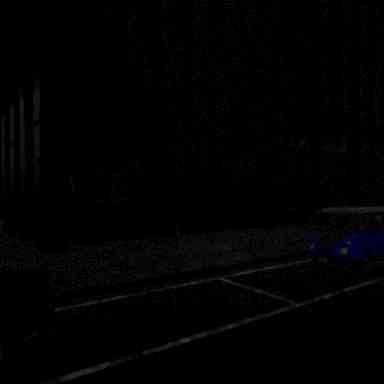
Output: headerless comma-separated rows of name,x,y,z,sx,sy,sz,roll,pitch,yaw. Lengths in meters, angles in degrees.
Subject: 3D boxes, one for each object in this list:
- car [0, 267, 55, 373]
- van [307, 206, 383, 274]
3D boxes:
car,-3.916,1.548,3.744,4.403,1.369,2.008,0,0,-35
van,5.281,1.337,10.306,3.998,1.788,1.690,0,0,-35
